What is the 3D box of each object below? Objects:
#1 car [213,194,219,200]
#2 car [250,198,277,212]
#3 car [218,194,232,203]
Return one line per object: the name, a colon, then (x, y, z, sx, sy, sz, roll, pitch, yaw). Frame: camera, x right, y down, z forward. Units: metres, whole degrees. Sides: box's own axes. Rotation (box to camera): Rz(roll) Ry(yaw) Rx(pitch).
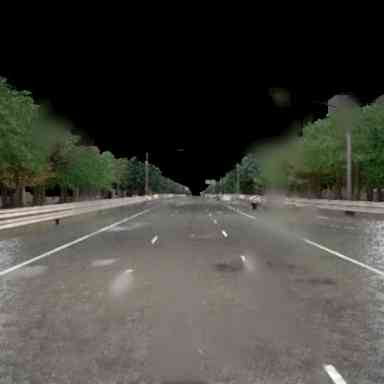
car: (7.044, 1.219, 84.055, 2.097, 1.767, 4.553, 0, 0, 0)
car: (8.030, 1.431, 37.684, 2.128, 1.511, 4.902, 0, 0, -7)
car: (7.006, 1.382, 68.005, 1.812, 1.442, 4.674, 0, 0, 0)
